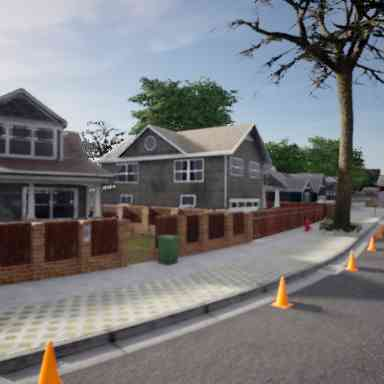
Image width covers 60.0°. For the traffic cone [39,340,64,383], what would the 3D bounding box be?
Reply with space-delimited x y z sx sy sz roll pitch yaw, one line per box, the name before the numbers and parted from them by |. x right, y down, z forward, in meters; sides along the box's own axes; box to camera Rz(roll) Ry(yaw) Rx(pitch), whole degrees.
traffic cone | -1.629 1.995 3.811 0.340 0.580 0.340 1 -1 -38

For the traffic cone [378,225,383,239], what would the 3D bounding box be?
traffic cone | 10.465 2.281 18.545 0.340 0.580 0.340 0 -1 33

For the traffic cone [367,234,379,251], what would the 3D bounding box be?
traffic cone | 7.766 2.205 14.336 0.340 0.580 0.340 0 -1 33

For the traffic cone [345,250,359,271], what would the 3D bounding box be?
traffic cone | 5.031 2.133 10.456 0.340 0.580 0.340 0 -1 38

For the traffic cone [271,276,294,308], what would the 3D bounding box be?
traffic cone | 1.893 2.063 6.941 0.340 0.580 0.340 1 -1 -45
